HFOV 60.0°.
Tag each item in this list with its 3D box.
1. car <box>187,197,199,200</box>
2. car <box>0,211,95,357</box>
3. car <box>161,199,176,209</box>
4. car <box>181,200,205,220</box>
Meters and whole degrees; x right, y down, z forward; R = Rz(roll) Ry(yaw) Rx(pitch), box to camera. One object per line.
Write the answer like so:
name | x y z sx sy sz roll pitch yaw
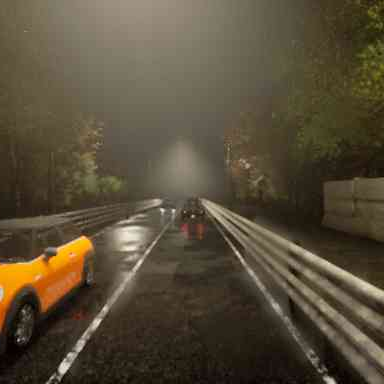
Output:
car | 0.097 1.447 42.855 2.097 1.767 4.553 0 -1 0
car | -3.348 1.320 6.016 2.097 1.767 4.553 0 0 0
car | -3.329 1.678 47.713 1.812 1.442 4.674 0 -1 0
car | 0.086 1.577 27.611 1.895 1.301 4.718 0 0 0
